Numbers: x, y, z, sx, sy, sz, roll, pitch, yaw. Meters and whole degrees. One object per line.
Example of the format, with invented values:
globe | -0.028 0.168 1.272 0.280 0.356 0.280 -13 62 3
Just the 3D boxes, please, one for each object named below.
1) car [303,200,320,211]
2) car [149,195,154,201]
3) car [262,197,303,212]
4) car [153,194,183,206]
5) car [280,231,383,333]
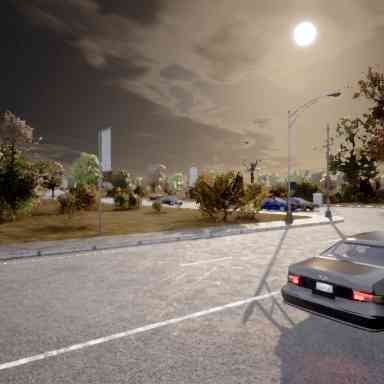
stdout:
car | 11.717 1.363 37.964 2.033 1.411 5.357 -1 0 -39
car | -7.740 1.260 73.374 1.882 1.535 5.008 -1 0 -38
car | 8.935 1.318 35.832 1.882 1.535 5.008 -1 0 -40
car | -3.359 1.339 51.060 2.128 1.511 4.902 -1 0 -39
car | 4.103 1.528 6.695 5.357 1.411 2.033 0 0 -36
